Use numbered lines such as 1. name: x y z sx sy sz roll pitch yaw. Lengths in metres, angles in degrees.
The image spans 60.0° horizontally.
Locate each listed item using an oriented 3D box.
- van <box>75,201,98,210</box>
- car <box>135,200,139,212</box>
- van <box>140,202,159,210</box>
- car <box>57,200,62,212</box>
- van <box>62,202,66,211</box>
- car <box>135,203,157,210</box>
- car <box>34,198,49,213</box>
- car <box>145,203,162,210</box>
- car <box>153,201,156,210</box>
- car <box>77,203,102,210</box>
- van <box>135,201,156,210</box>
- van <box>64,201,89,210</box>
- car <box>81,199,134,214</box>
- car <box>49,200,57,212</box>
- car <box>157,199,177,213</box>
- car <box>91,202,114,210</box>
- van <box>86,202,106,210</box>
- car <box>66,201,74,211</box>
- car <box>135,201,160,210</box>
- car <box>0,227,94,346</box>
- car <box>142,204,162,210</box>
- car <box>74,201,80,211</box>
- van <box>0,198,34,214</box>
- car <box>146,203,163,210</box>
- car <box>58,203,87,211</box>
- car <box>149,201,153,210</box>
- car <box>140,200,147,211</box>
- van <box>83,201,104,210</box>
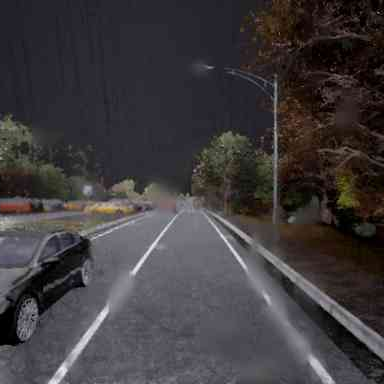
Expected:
1. van: -23.421 2.993 73.875 4.442 1.987 1.878 0 -2 0
2. car: -10.426 2.139 45.985 5.008 1.535 2.097 0 -2 0
3. van: -10.353 3.371 82.035 4.442 1.987 1.878 0 -3 0
4. car: -23.501 2.354 51.721 4.892 1.521 2.231 0 -2 0
5. van: -23.628 2.236 54.499 4.442 1.987 1.878 0 -2 0
6. car: -10.491 3.351 76.501 4.792 1.488 2.163 0 -3 0
7. car: -23.527 1.894 46.198 5.566 2.045 2.435 0 -2 0
8. car: -10.450 3.930 90.345 4.553 1.767 2.185 0 -3 0
9. car: -10.421 3.025 68.172 4.792 1.488 2.163 0 -2 0
10. car: -23.547 3.326 76.634 5.008 1.535 2.097 0 -2 0
11. van: -10.342 2.987 73.732 4.442 1.987 1.878 0 -2 0
12. van: -23.648 2.776 68.339 4.442 1.987 1.878 0 -2 0
13. car: -10.226 1.959 40.448 5.366 1.575 1.946 0 -2 0
14. car: -23.318 2.244 48.956 5.366 1.575 1.946 0 -2 0
15. car: -3.419 1.983 48.621 2.150 2.045 5.566 0 -2 0
16. car: -23.529 3.651 87.569 5.566 2.045 2.435 0 -3 0
17. van: -23.666 3.378 82.160 4.442 1.987 1.878 0 -3 0
18. car: -23.484 2.444 57.263 4.553 1.767 2.185 0 -2 0
19. car: -10.494 3.193 79.264 5.566 2.045 2.435 0 -3 0
20. car: -3.360 1.503 6.454 2.128 1.511 4.902 0 0 0
21. car: -10.472 3.902 87.566 5.008 1.535 2.097 0 -3 0
22. car: -23.514 2.673 59.901 5.008 1.535 2.097 0 -2 0
23. van: -23.613 1.823 43.307 4.442 1.987 1.878 0 -2 0
24. car: -10.454 4.083 93.117 4.553 1.767 2.185 0 -3 0
25. car: -23.521 2.895 65.563 4.892 1.521 2.231 0 -2 0
26. car: -10.448 2.779 62.626 5.008 1.535 2.097 0 -2 0
27. car: -10.399 2.095 51.540 5.566 2.045 2.435 0 -2 0
28. van: -23.429 3.218 79.262 4.442 1.987 1.878 0 -3 0
